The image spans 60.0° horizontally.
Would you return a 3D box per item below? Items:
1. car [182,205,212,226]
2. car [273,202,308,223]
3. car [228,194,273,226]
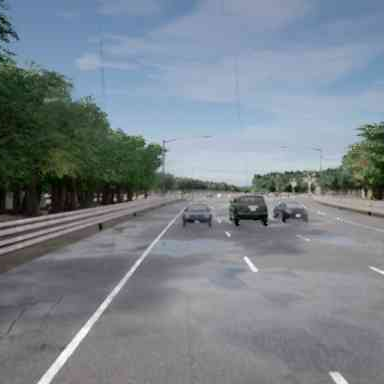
[{"bbox_3d":[0.368,1.562,22.886,1.895,1.301,4.718,0,0,1],"label":"car"},{"bbox_3d":[7.446,1.485,25.411,1.812,1.442,4.674,0,0,2],"label":"car"},{"bbox_3d":[3.881,1.183,23.434,2.150,2.045,5.566,0,0,1],"label":"car"}]
